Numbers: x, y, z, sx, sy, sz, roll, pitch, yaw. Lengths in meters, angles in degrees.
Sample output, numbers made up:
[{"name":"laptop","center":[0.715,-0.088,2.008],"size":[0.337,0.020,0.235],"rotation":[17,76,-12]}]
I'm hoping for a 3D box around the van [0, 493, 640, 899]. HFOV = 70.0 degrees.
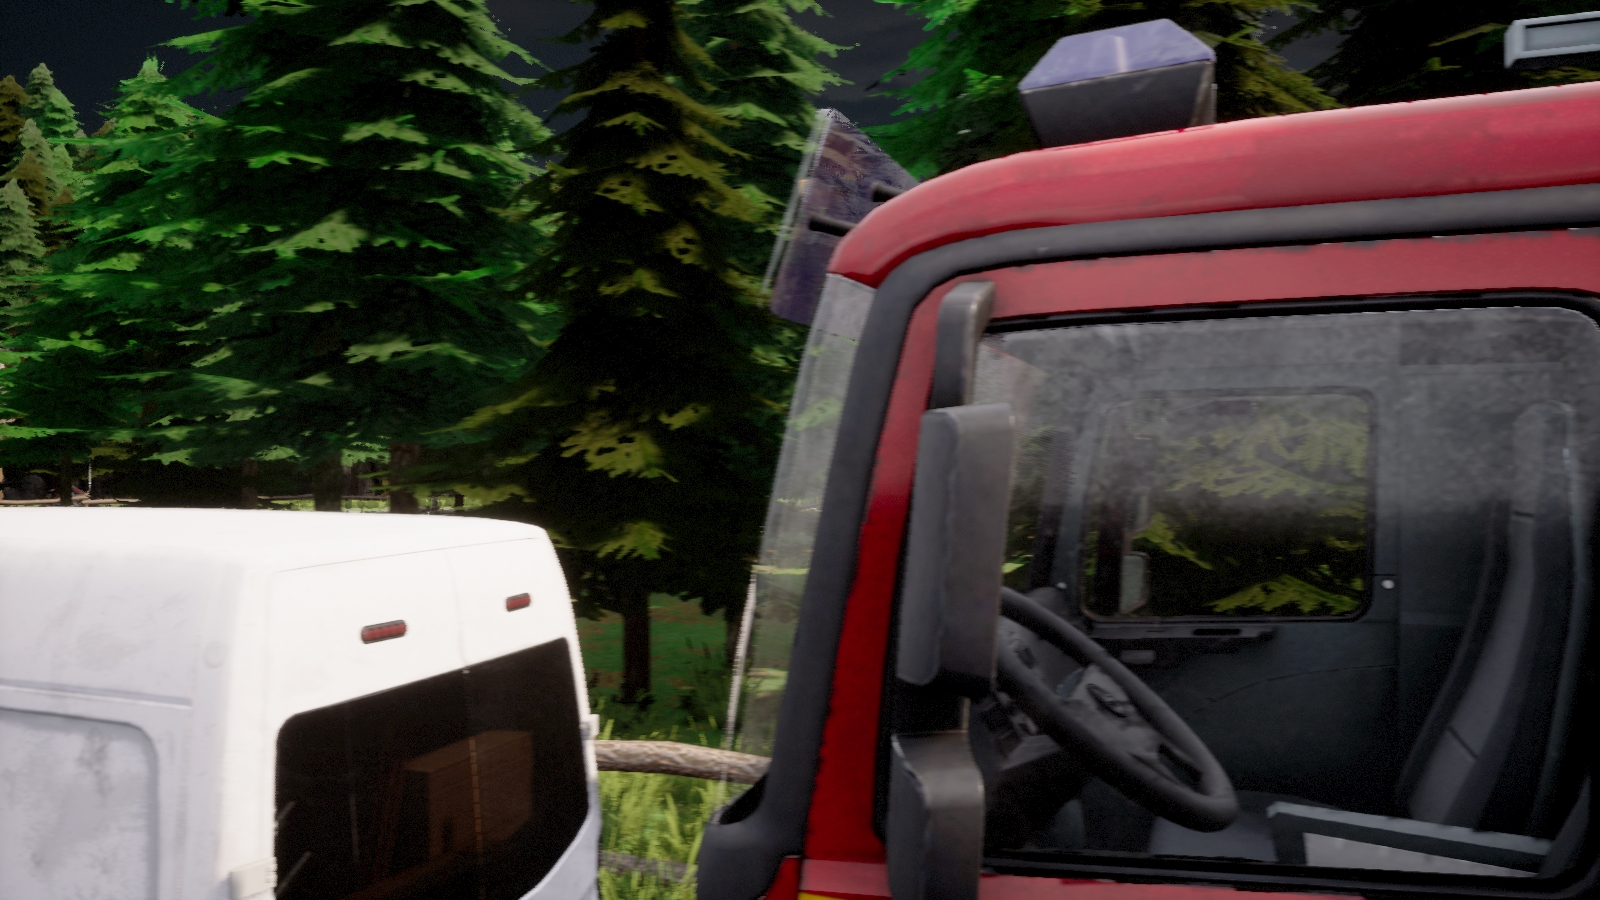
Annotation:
[{"name":"van","center":[-3.763,1.500,4.643],"size":[5.915,2.561,1.988],"rotation":[0,0,20]}]
